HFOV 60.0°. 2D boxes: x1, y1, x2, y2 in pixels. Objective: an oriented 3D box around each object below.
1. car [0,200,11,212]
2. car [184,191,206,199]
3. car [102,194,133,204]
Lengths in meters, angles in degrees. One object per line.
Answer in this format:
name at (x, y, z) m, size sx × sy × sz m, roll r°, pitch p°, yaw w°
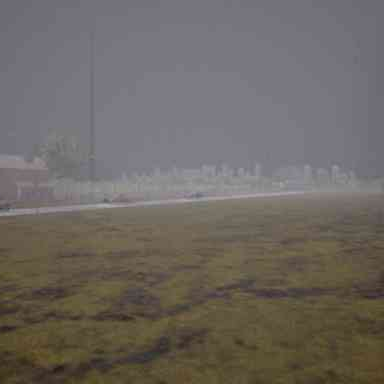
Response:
car at (-19.580, 1.252, 31.542) m, size 1.994 × 1.385 × 4.181 m, roll 1°, pitch 2°, yaw 36°
car at (0.598, 0.541, 59.425) m, size 1.837 × 1.490 × 4.892 m, roll 1°, pitch 2°, yaw 36°
car at (-10.019, 0.921, 44.829) m, size 1.994 × 1.385 × 4.181 m, roll 1°, pitch 2°, yaw 36°
